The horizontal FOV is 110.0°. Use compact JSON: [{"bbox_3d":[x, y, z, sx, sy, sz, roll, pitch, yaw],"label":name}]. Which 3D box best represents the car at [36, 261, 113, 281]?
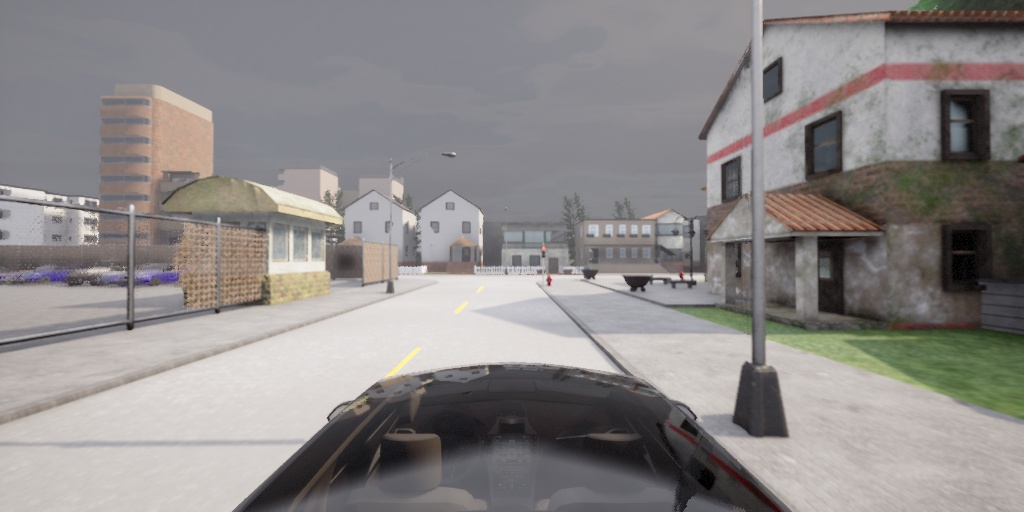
[{"bbox_3d":[-45.644,1.574,37.467,4.902,1.511,2.128,0,-1,0],"label":"car"}]
